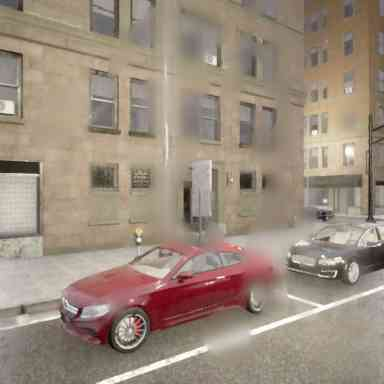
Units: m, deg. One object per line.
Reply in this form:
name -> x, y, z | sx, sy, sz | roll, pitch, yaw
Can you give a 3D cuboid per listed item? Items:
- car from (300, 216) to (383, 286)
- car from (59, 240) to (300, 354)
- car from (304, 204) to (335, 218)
car -> 4.462, 1.549, 9.343 | 4.403, 1.369, 2.008 | 0, 0, -35
car -> -0.172, 1.581, 6.055 | 4.206, 1.307, 1.802 | 0, 0, -35
car -> 8.246, 1.512, 25.155 | 1.895, 1.301, 4.718 | 0, 0, -35
